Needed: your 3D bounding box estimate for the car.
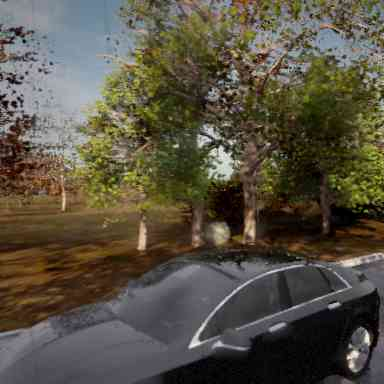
[{"bbox_3d":[0.366,1.513,3.945,4.892,1.490,1.837,0,0,-35],"label":"car"}]
